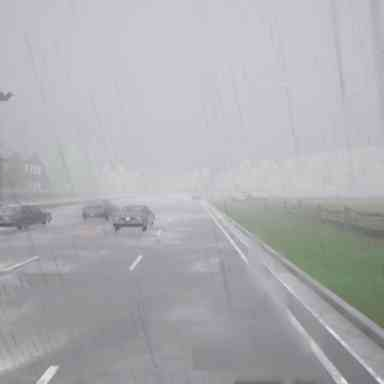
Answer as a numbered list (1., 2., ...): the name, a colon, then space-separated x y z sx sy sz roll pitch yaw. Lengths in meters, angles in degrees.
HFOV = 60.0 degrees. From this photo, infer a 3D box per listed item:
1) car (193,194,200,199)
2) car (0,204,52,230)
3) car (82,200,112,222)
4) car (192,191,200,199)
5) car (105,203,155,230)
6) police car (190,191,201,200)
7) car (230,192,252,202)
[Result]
1. car: 1.081 1.136 86.174 1.812 1.442 4.674 0 0 0
2. car: -10.393 1.457 20.108 2.033 1.411 5.357 0 0 0
3. car: -6.892 1.376 25.450 2.128 1.511 4.902 0 0 0
4. car: 1.083 0.807 92.202 2.150 2.045 5.566 0 0 0
5. car: -3.391 1.456 20.094 2.033 1.411 5.357 0 0 0
6. police car: 1.077 1.081 76.283 1.930 1.638 5.238 0 0 0
7. car: 8.943 0.940 60.174 3.866 1.878 1.905 0 0 0
